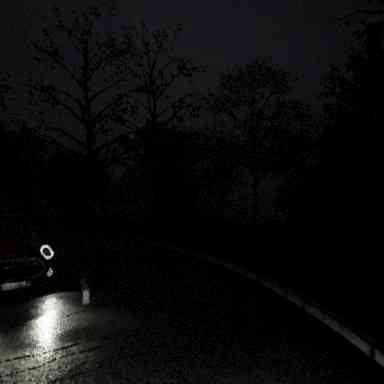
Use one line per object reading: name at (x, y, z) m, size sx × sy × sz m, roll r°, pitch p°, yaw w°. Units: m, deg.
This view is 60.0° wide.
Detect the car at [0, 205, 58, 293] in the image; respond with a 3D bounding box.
car at (-5.088, 1.353, 8.837) m, size 2.097 × 1.767 × 4.553 m, roll 0°, pitch 1°, yaw -35°
